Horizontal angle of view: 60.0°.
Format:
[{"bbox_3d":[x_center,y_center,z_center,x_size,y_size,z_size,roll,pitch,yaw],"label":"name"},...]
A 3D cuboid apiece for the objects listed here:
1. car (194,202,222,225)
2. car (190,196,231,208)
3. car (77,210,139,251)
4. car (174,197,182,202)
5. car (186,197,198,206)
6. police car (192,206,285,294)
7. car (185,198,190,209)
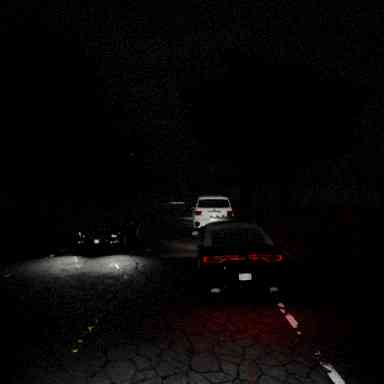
[{"bbox_3d":[1.104,1.510,25.006,1.837,1.490,4.892,-1,-1,0],"label":"car"},{"bbox_3d":[1.093,1.212,19.023,2.150,2.045,5.566,0,0,0],"label":"car"},{"bbox_3d":[-3.575,1.608,14.908,1.837,1.490,4.892,-1,0,0],"label":"car"},{"bbox_3d":[-3.332,1.788,79.250,1.895,1.301,4.718,-1,0,0],"label":"car"},{"bbox_3d":[0.073,1.639,58.703,1.994,1.385,4.181,-1,0,0],"label":"car"},{"bbox_3d":[1.044,1.447,9.095,1.930,1.638,5.238,-1,0,0],"label":"police car"},{"bbox_3d":[0.087,1.567,45.180,1.994,1.385,4.181,0,0,1],"label":"car"}]
